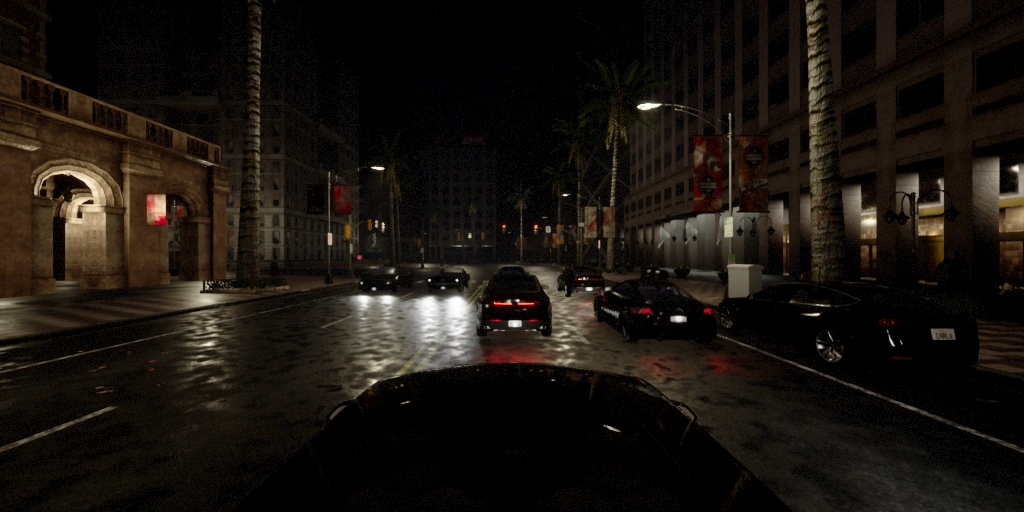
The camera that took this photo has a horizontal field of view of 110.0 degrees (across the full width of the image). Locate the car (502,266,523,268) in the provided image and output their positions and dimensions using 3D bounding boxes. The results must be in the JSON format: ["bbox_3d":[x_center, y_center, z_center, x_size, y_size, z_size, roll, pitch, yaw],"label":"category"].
[{"bbox_3d":[0.003,1.276,19.334,1.812,1.442,4.674,0,0,-2],"label":"car"}]

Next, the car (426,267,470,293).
[{"bbox_3d":[-3.609,1.350,20.935,1.895,1.301,4.718,0,0,0],"label":"car"}]

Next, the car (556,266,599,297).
[{"bbox_3d":[3.506,1.255,18.750,1.837,1.490,4.892,0,0,0],"label":"car"}]

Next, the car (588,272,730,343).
[{"bbox_3d":[3.554,1.314,9.638,1.994,1.385,4.181,0,0,0],"label":"car"}]

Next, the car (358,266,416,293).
[{"bbox_3d":[-7.109,1.297,21.084,2.033,1.411,5.357,0,0,0],"label":"car"}]

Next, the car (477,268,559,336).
[{"bbox_3d":[0.047,1.254,10.387,1.837,1.490,4.892,0,0,-1],"label":"car"}]
